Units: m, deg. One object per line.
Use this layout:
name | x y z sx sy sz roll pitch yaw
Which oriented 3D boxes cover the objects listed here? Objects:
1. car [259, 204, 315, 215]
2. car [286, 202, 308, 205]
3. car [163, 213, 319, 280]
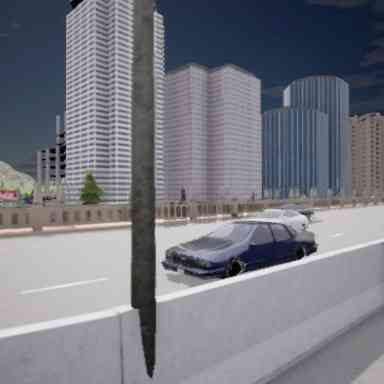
car | 4.282 1.587 17.075 4.674 1.442 1.812 0 0 -44
car | 7.816 1.593 25.607 1.837 1.490 4.892 0 0 44
car | 1.748 1.585 10.012 5.357 1.411 2.033 0 0 -40
